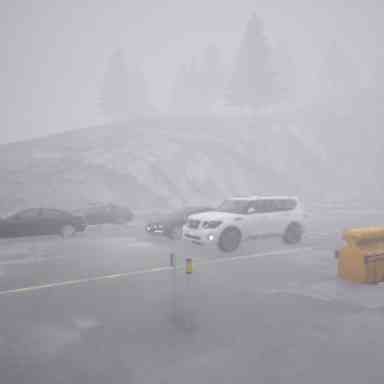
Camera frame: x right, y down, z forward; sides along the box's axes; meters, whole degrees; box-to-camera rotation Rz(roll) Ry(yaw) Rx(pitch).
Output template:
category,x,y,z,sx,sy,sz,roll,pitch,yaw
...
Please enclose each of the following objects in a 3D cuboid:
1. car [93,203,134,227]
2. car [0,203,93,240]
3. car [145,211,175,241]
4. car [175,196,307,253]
category,x,y,z,sx,sy,sz,roll,pitch,yaw
car,-6.093,1.425,20.799,4.902,1.511,2.128,0,0,-33
car,-7.571,1.427,15.684,5.008,1.535,1.882,0,0,-34
car,0.080,1.454,16.483,4.892,1.490,1.837,0,0,-32
car,2.344,1.180,13.803,5.566,2.045,2.150,0,0,-32
